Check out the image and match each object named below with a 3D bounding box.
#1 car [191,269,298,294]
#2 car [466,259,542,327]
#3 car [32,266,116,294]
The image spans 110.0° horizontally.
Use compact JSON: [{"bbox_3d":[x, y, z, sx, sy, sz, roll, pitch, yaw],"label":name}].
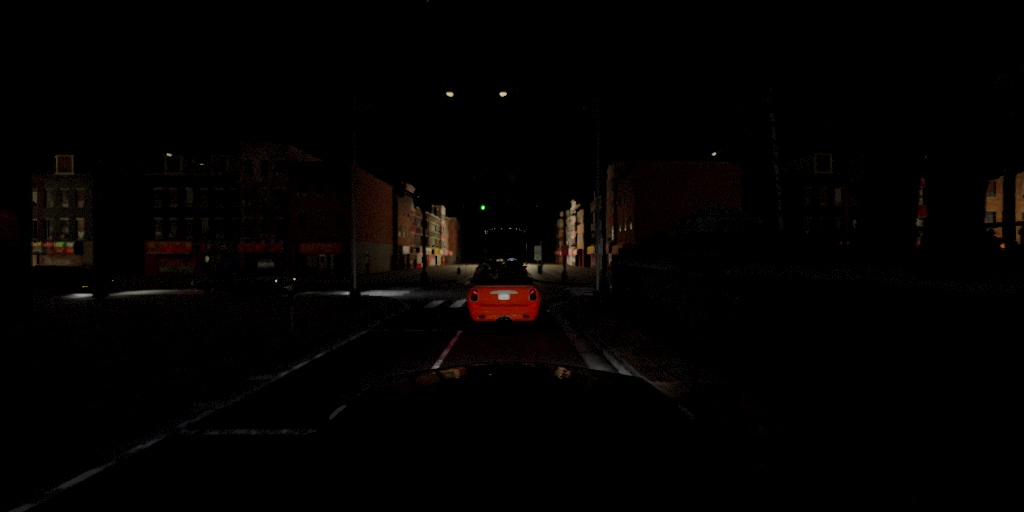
[{"bbox_3d":[-14.366,1.384,19.492,4.718,1.301,1.895,0,0,3],"label":"car"},{"bbox_3d":[-0.325,1.109,11.690,2.097,1.767,4.553,0,0,-3],"label":"car"},{"bbox_3d":[-24.605,1.301,19.505,4.892,1.490,1.837,0,0,0],"label":"car"}]
